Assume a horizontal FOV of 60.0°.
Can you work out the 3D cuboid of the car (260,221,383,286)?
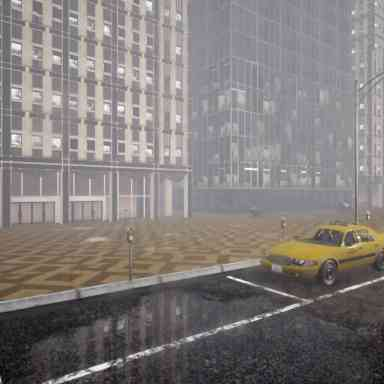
[{"bbox_3d":[4.002,1.526,9.431,4.829,1.417,1.752,0,0,-36],"label":"car"}]
